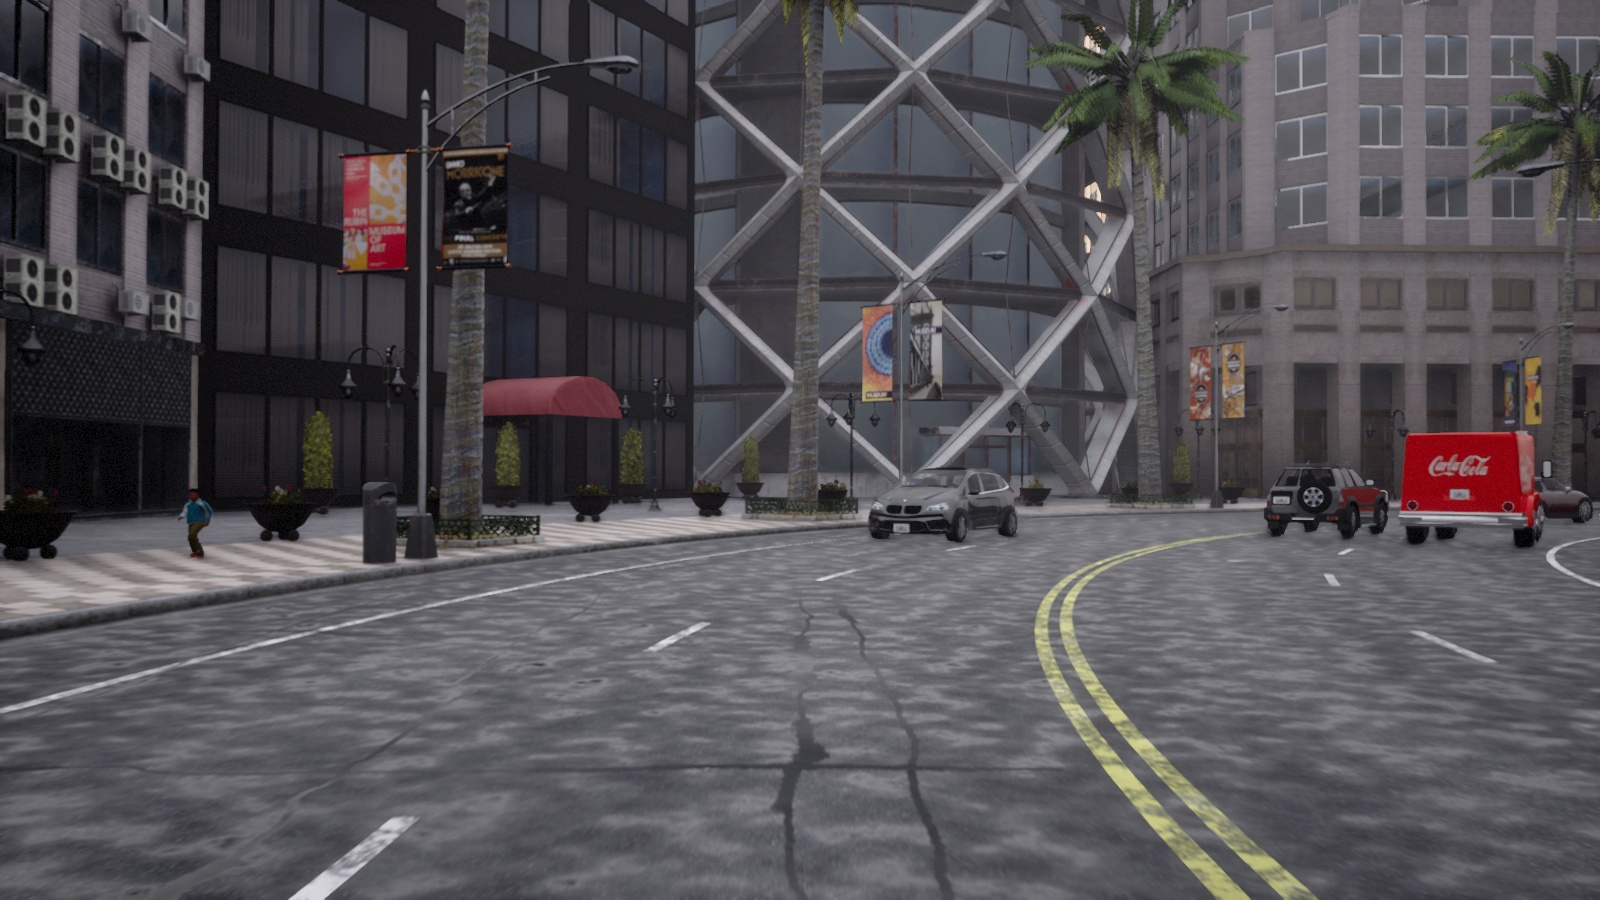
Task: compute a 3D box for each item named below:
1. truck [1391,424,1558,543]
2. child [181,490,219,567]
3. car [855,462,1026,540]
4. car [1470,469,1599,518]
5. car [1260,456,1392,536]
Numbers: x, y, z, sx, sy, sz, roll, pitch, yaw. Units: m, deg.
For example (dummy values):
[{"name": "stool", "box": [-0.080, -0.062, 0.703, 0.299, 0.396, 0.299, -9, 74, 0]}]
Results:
[{"name": "truck", "box": [15.602, 0.750, 28.889, 2.627, 2.467, 5.204, -1, -1, 37]}, {"name": "child", "box": [-9.357, 1.216, 19.584, 0.343, 1.192, 0.448, 0, -1, 10]}, {"name": "car", "box": [3.404, 1.140, 29.553, 2.242, 1.667, 4.611, -1, -1, 31]}, {"name": "car", "box": [23.397, 1.356, 39.942, 3.806, 1.475, 1.970, 0, -1, -30]}, {"name": "car", "box": [13.322, 1.108, 31.636, 1.932, 1.855, 4.605, -1, -1, 38]}]
